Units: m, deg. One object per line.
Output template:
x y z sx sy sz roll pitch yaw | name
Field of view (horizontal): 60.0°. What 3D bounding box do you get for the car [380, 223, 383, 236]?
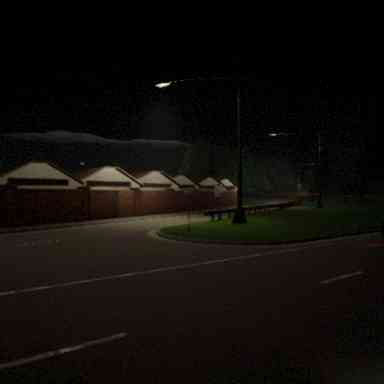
11.147 1.604 15.990 5.357 1.411 2.033 0 0 -35 | car
